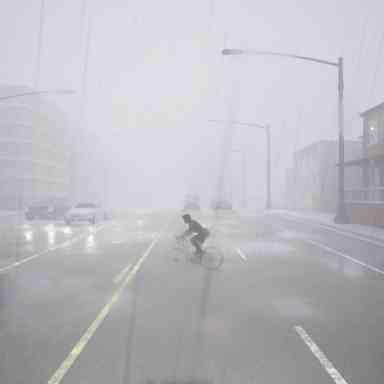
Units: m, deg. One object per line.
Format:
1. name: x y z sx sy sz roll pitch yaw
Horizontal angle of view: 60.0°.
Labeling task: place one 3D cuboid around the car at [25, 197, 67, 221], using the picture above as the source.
1. car: -10.592 1.187 25.022 2.097 1.767 4.553 0 0 0

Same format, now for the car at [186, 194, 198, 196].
1. car: 0.011 1.380 47.299 2.150 2.045 5.566 0 -2 1

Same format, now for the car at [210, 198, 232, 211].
1. car: 3.530 1.502 38.518 1.994 1.385 4.181 0 -1 0

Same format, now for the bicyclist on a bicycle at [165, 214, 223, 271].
1. bicyclist on a bicycle: 0.036 1.437 9.390 1.656 1.620 0.582 -2 0 0

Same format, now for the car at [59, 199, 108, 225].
1. car: -7.096 1.372 22.795 1.812 1.442 4.674 0 0 0

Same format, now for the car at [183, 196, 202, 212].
1. car: 0.016 1.440 37.095 1.812 1.442 4.674 0 -1 1
